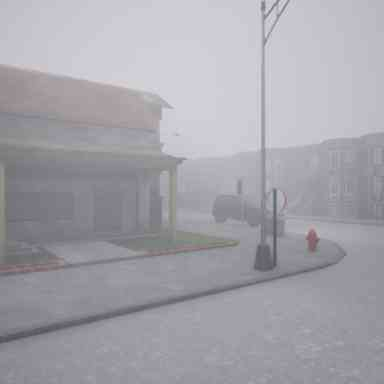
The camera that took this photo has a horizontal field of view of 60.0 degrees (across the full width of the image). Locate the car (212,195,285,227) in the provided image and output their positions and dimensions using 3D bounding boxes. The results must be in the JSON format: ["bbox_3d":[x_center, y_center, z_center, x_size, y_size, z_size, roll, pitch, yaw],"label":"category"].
[{"bbox_3d":[3.688,1.209,22.925,2.150,2.045,5.566,0,0,-36],"label":"car"}]
